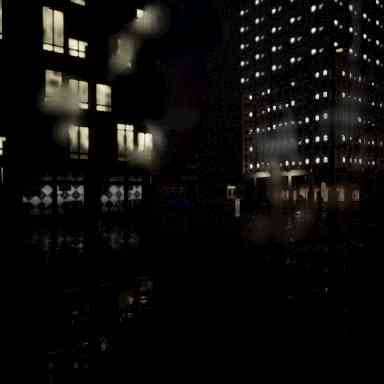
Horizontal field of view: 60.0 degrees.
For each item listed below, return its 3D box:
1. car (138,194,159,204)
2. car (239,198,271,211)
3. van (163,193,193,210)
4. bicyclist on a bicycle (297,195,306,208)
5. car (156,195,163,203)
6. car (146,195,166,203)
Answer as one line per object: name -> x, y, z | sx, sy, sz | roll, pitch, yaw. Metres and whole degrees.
car -> -7.916, 1.230, 60.050 | 1.837, 1.490, 4.892 | -1, 1, -34
car -> 6.680, 1.395, 38.619 | 2.033, 1.411, 5.357 | -1, 1, -34
van -> -1.440, 1.209, 40.266 | 1.690, 1.788, 3.998 | 0, 0, -34
bicyclist on a bicycle -> 12.950, 1.116, 39.221 | 1.656, 1.620, 0.582 | -1, 1, -34
car -> -3.842, 1.034, 58.721 | 2.192, 1.841, 5.009 | 0, 0, -34
car -> -6.954, 1.237, 63.305 | 1.887, 1.381, 4.507 | 0, 0, -34
